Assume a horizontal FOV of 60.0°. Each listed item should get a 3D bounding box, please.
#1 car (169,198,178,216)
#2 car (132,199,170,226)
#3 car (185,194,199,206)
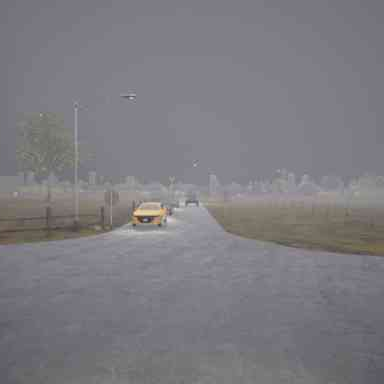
[{"bbox_3d":[-2.837,1.506,33.382,2.128,1.511,4.902,0,0,0],"label":"car"},{"bbox_3d":[-2.880,1.487,23.406,1.882,1.535,5.008,0,0,1],"label":"car"},{"bbox_3d":[0.018,1.264,55.383,2.150,2.045,5.566,0,0,0],"label":"car"}]
